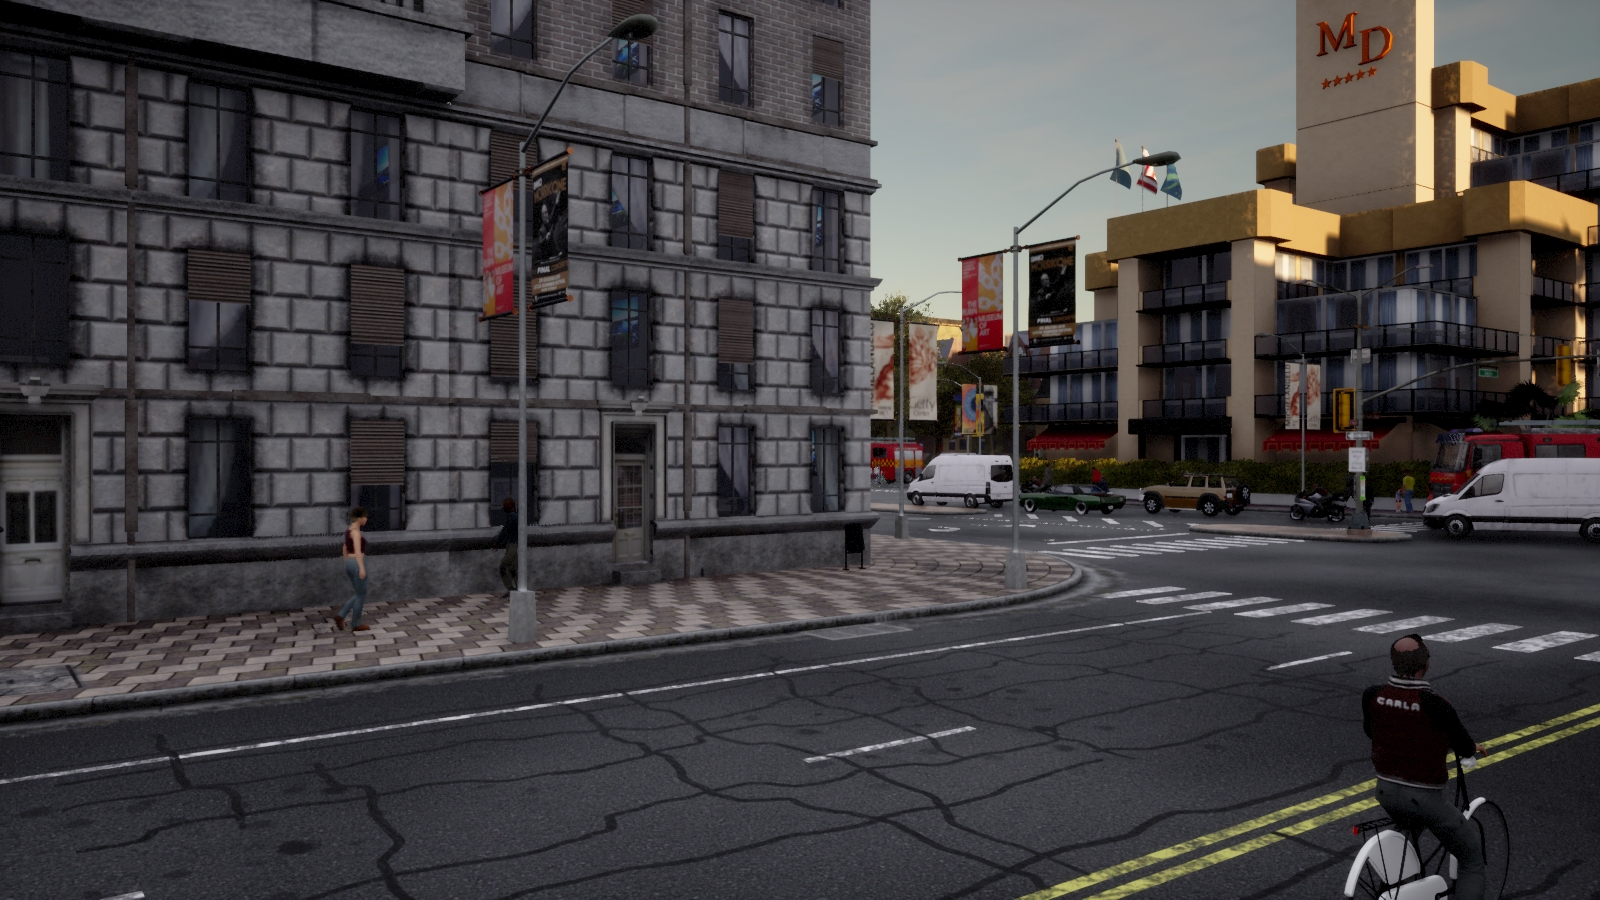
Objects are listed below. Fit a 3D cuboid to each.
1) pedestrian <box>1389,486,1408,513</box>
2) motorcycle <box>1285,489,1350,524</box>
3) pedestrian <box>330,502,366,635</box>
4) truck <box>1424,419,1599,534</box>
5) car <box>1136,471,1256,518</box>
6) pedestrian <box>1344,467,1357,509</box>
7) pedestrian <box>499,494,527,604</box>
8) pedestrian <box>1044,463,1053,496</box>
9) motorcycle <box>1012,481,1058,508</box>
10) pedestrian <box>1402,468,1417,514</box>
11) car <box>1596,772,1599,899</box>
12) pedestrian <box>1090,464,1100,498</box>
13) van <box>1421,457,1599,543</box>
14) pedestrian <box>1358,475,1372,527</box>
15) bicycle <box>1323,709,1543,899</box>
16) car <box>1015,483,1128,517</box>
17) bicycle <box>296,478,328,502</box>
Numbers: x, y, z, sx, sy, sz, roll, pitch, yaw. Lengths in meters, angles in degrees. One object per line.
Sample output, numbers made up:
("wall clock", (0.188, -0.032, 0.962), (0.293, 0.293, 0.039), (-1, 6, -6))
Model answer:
("pedestrian", (25.043, 2.077, 47.771), (0.500, 1.100, 0.500), (0, 0, -23))
("motorcycle", (20.381, 2.205, 45.032), (0.867, 1.251, 2.209), (0, 0, -40))
("pedestrian", (-6.513, 1.696, 16.467), (0.375, 1.860, 0.375), (0, 0, -40))
("truck", (26.850, 0.890, 39.804), (8.468, 3.827, 2.891), (0, 0, 10))
("car", (17.034, 1.864, 49.374), (1.932, 1.855, 4.605), (0, 0, -37))
("pedestrian", (24.716, 1.698, 51.305), (0.375, 1.860, 0.375), (0, 0, -37))
("pedestrian", (-4.954, 1.696, 19.742), (0.375, 1.860, 0.375), (0, 0, -32))
("pedestrian", (14.114, 1.696, 64.926), (0.375, 1.860, 0.375), (0, 0, -36))
("motorcycle", (11.640, 2.205, 56.539), (0.867, 1.251, 2.209), (0, 0, -37))
("pedestrian", (25.146, 1.696, 47.151), (0.375, 1.860, 0.375), (0, 0, -23))
("car", (4.999, 1.754, 3.274), (6.274, 2.098, 2.390), (0, 0, -34))
("pedestrian", (16.103, 1.696, 62.390), (0.375, 1.860, 0.375), (0, 0, -39))
("van", (23.178, 1.534, 36.384), (5.915, 2.561, 1.988), (0, 0, 30))
("pedestrian", (20.477, 1.848, 41.419), (0.375, 1.860, 0.375), (0, 0, 44))
("bicycle", (3.626, 2.210, 6.476), (1.835, 1.171, 0.329), (0, 0, -35))
("car", (11.885, 2.155, 50.351), (1.895, 1.301, 4.718), (0, 0, -37))
("bicycle", (-27.394, 2.269, 64.101), (1.835, 1.171, 0.329), (4, -4, 23))
